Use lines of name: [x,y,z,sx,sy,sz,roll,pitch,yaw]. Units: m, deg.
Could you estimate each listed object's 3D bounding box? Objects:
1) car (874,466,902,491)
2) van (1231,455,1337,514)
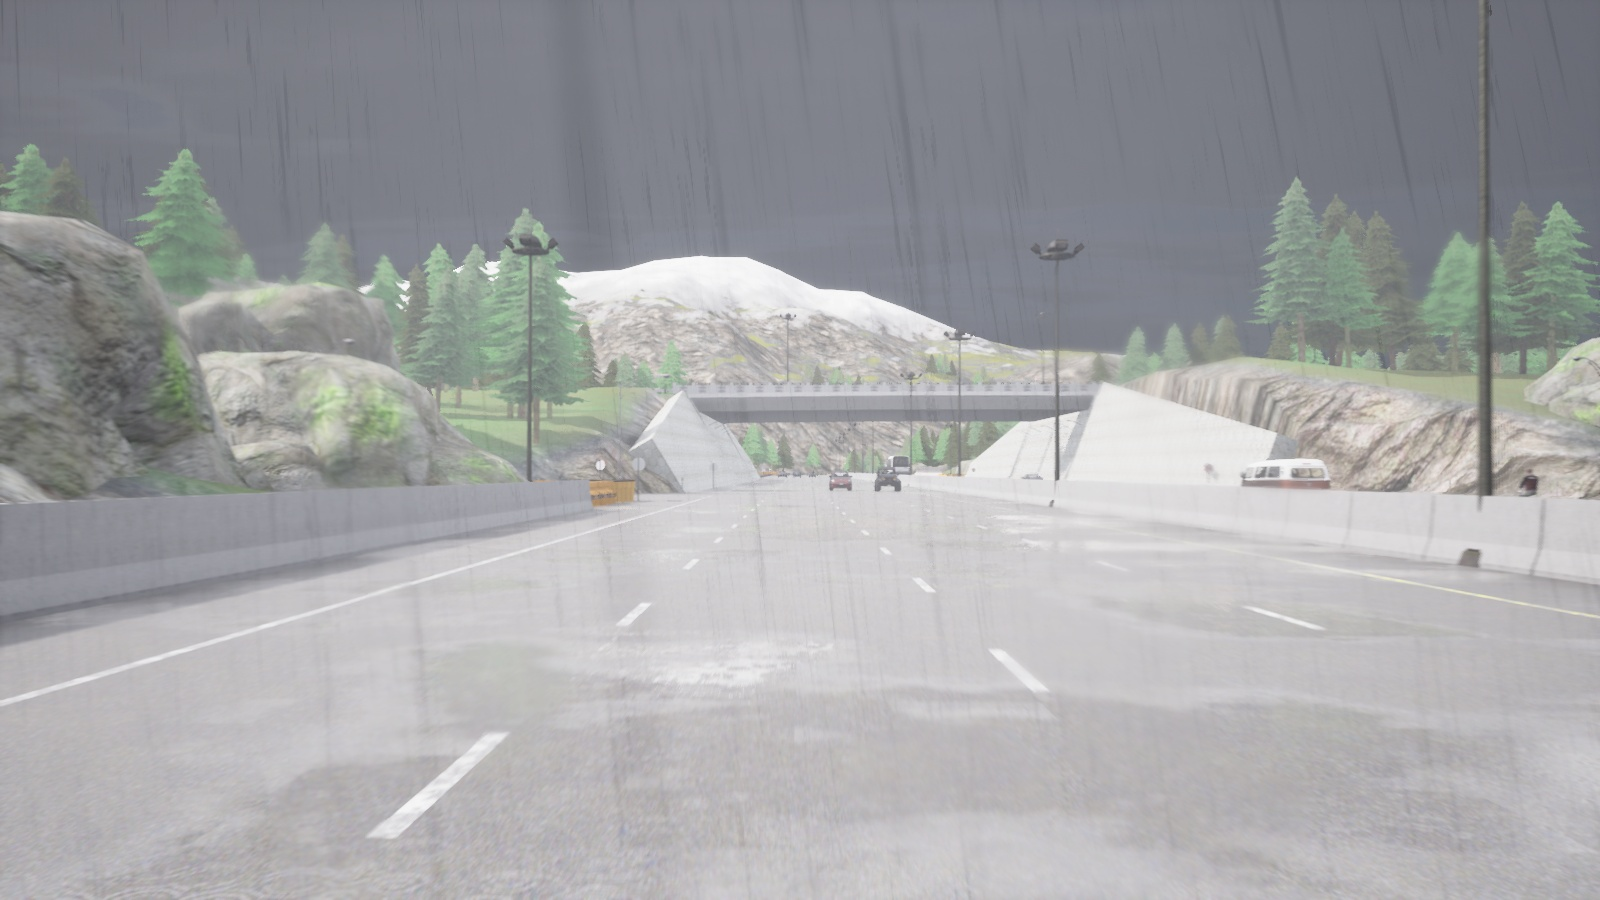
car: [6.764,2.202,97.024,1.905,1.878,3.866,0,-1,0]
van: [17.389,1.224,45.324,2.069,2.038,4.480,0,-1,0]
